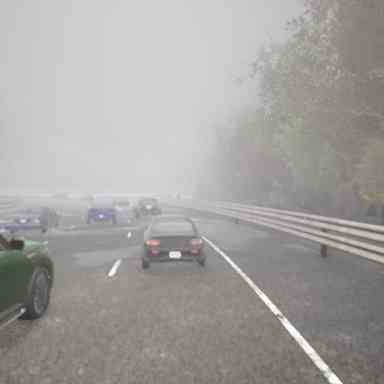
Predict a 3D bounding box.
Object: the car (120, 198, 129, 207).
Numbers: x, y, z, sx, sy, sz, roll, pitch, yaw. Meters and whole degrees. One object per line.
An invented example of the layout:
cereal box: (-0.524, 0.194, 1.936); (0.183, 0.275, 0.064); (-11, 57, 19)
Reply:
car: (-9.933, 1.412, 45.482); (1.895, 1.301, 4.718); (0, 0, -24)

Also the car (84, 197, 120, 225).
car: (-6.294, 1.383, 23.670); (1.882, 1.535, 5.008); (0, 0, -12)

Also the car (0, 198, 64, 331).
car: (-3.625, 1.214, 4.034); (2.150, 2.045, 5.566); (0, 0, -2)

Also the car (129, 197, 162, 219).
car: (-3.833, 1.227, 27.835); (2.097, 1.767, 4.553); (0, 0, -14)

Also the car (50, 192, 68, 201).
car: (-30.662, 0.959, 76.788); (5.566, 2.045, 2.150); (0, 0, 45)

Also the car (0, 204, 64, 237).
car: (-8.861, 1.486, 18.980); (2.033, 1.411, 5.357); (0, 0, -11)

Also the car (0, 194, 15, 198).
car: (-46.515, 1.237, 82.059); (4.892, 1.490, 1.837); (0, 0, 36)

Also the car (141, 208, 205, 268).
car: (-0.680, 1.473, 11.026); (1.812, 1.442, 4.674); (0, 0, -6)

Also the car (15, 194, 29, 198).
car: (-44.315, 1.211, 84.781); (4.892, 1.490, 1.837); (0, 0, 36)

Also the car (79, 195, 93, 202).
car: (-20.076, 1.262, 63.274); (1.837, 1.490, 4.892); (0, -1, -34)
